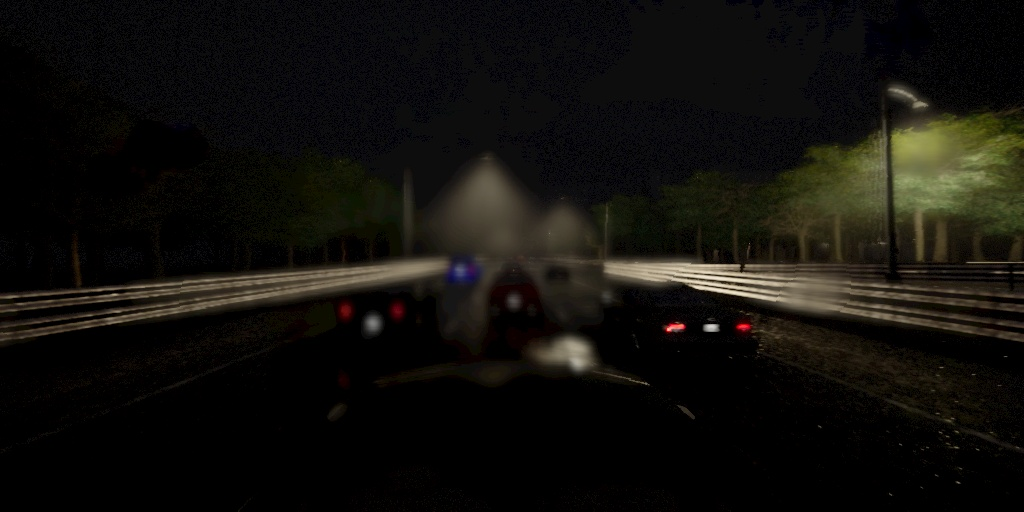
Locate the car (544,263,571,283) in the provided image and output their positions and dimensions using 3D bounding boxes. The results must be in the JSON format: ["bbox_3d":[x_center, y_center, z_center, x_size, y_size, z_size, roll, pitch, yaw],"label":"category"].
[{"bbox_3d":[3.588,1.342,29.131,1.882,1.535,5.008,0,0,0],"label":"car"}]

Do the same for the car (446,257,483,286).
[{"bbox_3d":[-3.429,1.087,26.520,2.150,2.045,5.566,0,0,1],"label":"car"}]

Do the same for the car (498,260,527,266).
[{"bbox_3d":[0.087,1.343,29.166,1.882,1.535,5.008,0,0,0],"label":"car"}]

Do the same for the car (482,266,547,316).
[{"bbox_3d":[0.079,1.293,13.763,1.882,1.535,5.008,0,-1,0],"label":"car"}]

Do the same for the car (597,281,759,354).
[{"bbox_3d":[3.546,1.336,8.856,2.033,1.411,5.357,0,0,1],"label":"car"}]

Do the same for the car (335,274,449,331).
[{"bbox_3d":[-3.435,1.402,11.129,1.895,1.301,4.718,0,0,0],"label":"car"}]
